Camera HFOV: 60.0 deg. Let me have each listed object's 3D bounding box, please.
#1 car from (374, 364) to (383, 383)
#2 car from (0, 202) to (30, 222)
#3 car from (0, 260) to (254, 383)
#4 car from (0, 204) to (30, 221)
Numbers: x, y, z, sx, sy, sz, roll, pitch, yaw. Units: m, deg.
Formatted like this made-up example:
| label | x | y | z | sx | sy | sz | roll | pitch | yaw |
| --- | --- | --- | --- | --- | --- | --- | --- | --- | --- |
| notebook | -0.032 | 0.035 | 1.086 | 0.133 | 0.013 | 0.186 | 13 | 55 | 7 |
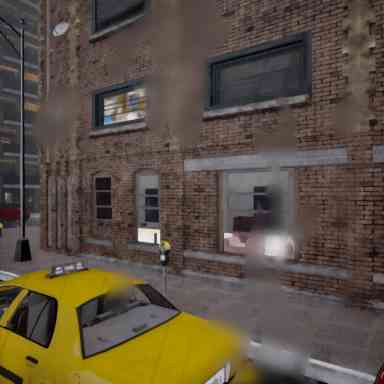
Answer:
| label | x | y | z | sx | sy | sz | roll | pitch | yaw |
| --- | --- | --- | --- | --- | --- | --- | --- | --- | --- |
| car | 3.083 | 1.315 | 0.678 | 5.009 | 1.841 | 2.192 | 0 | 0 | 36 |
| car | -15.976 | 1.635 | 27.497 | 2.097 | 1.767 | 4.553 | 0 | -1 | 35 |
| car | -1.681 | 1.525 | 4.077 | 4.829 | 1.417 | 1.752 | 0 | 0 | 36 |
| car | -17.415 | 1.837 | 29.982 | 1.752 | 1.417 | 4.829 | -1 | -2 | 35 |
